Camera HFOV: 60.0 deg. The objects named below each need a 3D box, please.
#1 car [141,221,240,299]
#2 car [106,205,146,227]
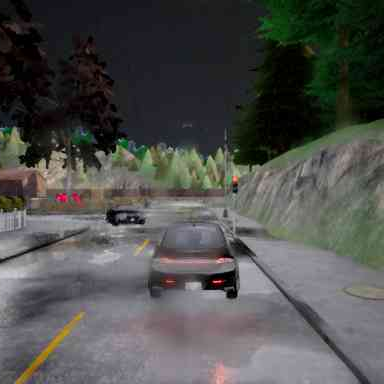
[{"bbox_3d":[0.054,1.491,8.458,2.128,1.511,4.902,0,0,1],"label":"car"},{"bbox_3d":[-4.568,1.563,22.844,1.994,1.385,4.181,1,0,-25],"label":"car"}]
